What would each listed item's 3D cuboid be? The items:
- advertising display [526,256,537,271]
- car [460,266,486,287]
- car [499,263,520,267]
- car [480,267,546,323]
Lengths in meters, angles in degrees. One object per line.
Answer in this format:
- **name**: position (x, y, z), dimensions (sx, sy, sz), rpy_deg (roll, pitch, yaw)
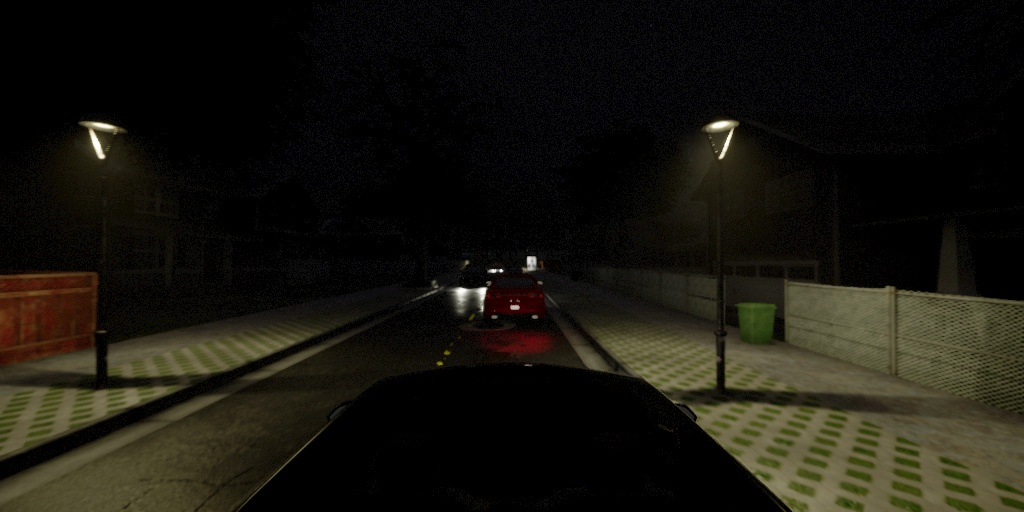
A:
- **advertising display**: position (3.013, 1.253, 54.441), dimensions (1.540, 2.440, 0.280), rpy_deg (0, 0, 0)
- **car**: position (-2.848, 1.487, 27.724), dimensions (1.882, 1.535, 5.008), rpy_deg (0, -1, 0)
- **car**: position (0.101, 1.605, 33.153), dimensions (2.033, 1.411, 5.357), rpy_deg (0, -1, 0)
- **car**: position (0.088, 1.341, 12.763), dimensions (1.882, 1.535, 5.008), rpy_deg (0, 0, 0)
